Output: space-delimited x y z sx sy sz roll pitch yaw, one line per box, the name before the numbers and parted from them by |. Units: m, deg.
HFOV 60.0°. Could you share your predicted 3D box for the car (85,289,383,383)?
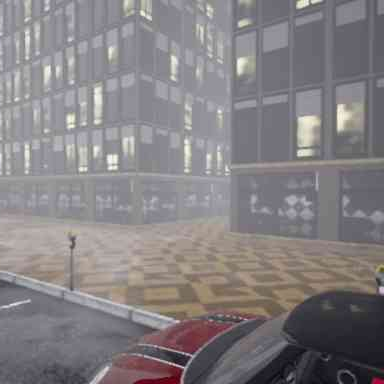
car | 1.022 1.439 2.141 4.097 1.590 1.967 0 0 36
